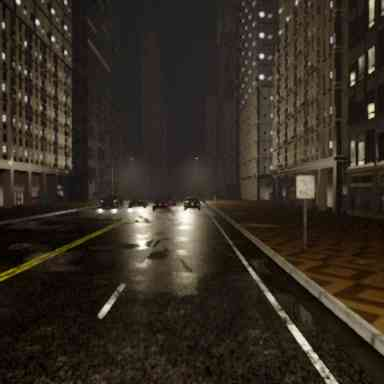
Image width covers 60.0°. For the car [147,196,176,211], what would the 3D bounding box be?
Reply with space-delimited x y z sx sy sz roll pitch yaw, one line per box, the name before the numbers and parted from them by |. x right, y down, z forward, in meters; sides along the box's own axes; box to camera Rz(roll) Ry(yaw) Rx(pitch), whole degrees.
car | -3.221 1.299 36.038 2.033 1.411 5.357 0 0 0

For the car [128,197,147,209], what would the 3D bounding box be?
car | -6.467 1.290 40.625 1.994 1.385 4.181 0 0 0

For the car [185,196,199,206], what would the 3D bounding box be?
car | 0.042 1.293 47.383 1.895 1.301 4.718 0 0 0

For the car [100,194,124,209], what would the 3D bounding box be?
car | -9.717 1.077 40.656 2.097 1.767 4.553 0 0 0

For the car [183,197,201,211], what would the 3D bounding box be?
car | 0.030 1.298 36.452 2.033 1.411 5.357 0 0 0
